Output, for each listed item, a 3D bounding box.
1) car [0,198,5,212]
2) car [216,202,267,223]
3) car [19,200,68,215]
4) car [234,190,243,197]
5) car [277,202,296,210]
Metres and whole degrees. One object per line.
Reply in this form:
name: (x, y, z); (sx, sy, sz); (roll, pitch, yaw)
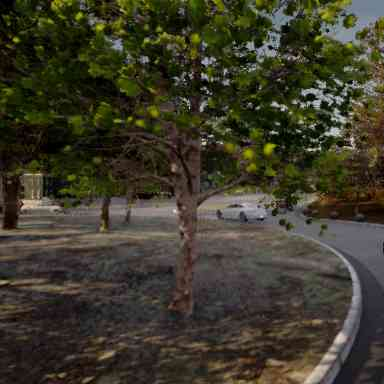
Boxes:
car: (-20.516, 1.446, 35.773); (4.553, 1.767, 2.097); (0, 0, -14)
car: (3.789, 1.520, 25.875); (1.812, 1.442, 4.674); (0, 0, -32)
car: (-15.006, 1.673, 33.890); (4.718, 1.301, 1.895); (0, 0, -10)
car: (8.279, 0.089, 64.351); (1.946, 1.575, 5.366); (0, 3, 35)
car: (10.933, 1.258, 38.649); (1.837, 1.490, 4.892); (-1, 2, 23)
